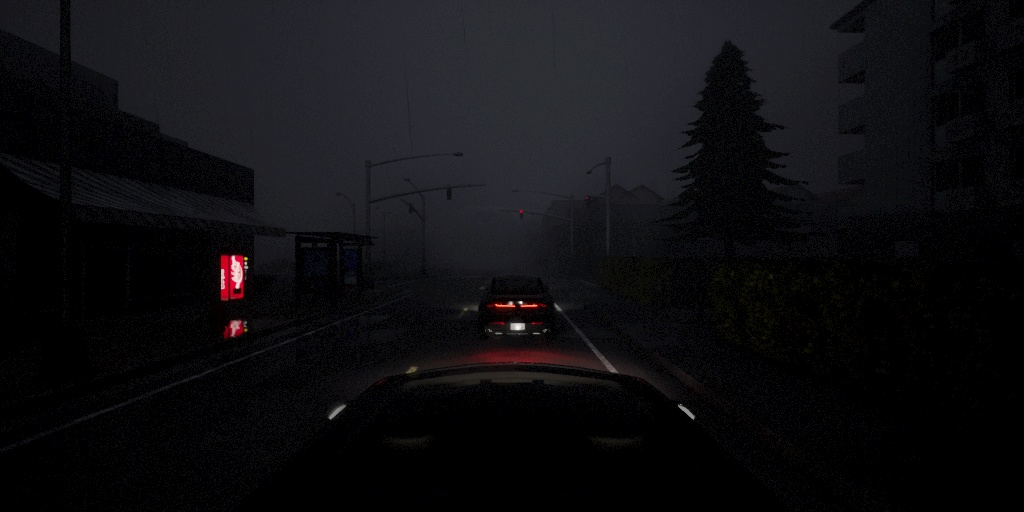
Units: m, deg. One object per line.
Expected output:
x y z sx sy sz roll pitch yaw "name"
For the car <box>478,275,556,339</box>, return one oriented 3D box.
0.118 1.255 10.050 1.837 1.490 4.892 0 0 0 "car"
